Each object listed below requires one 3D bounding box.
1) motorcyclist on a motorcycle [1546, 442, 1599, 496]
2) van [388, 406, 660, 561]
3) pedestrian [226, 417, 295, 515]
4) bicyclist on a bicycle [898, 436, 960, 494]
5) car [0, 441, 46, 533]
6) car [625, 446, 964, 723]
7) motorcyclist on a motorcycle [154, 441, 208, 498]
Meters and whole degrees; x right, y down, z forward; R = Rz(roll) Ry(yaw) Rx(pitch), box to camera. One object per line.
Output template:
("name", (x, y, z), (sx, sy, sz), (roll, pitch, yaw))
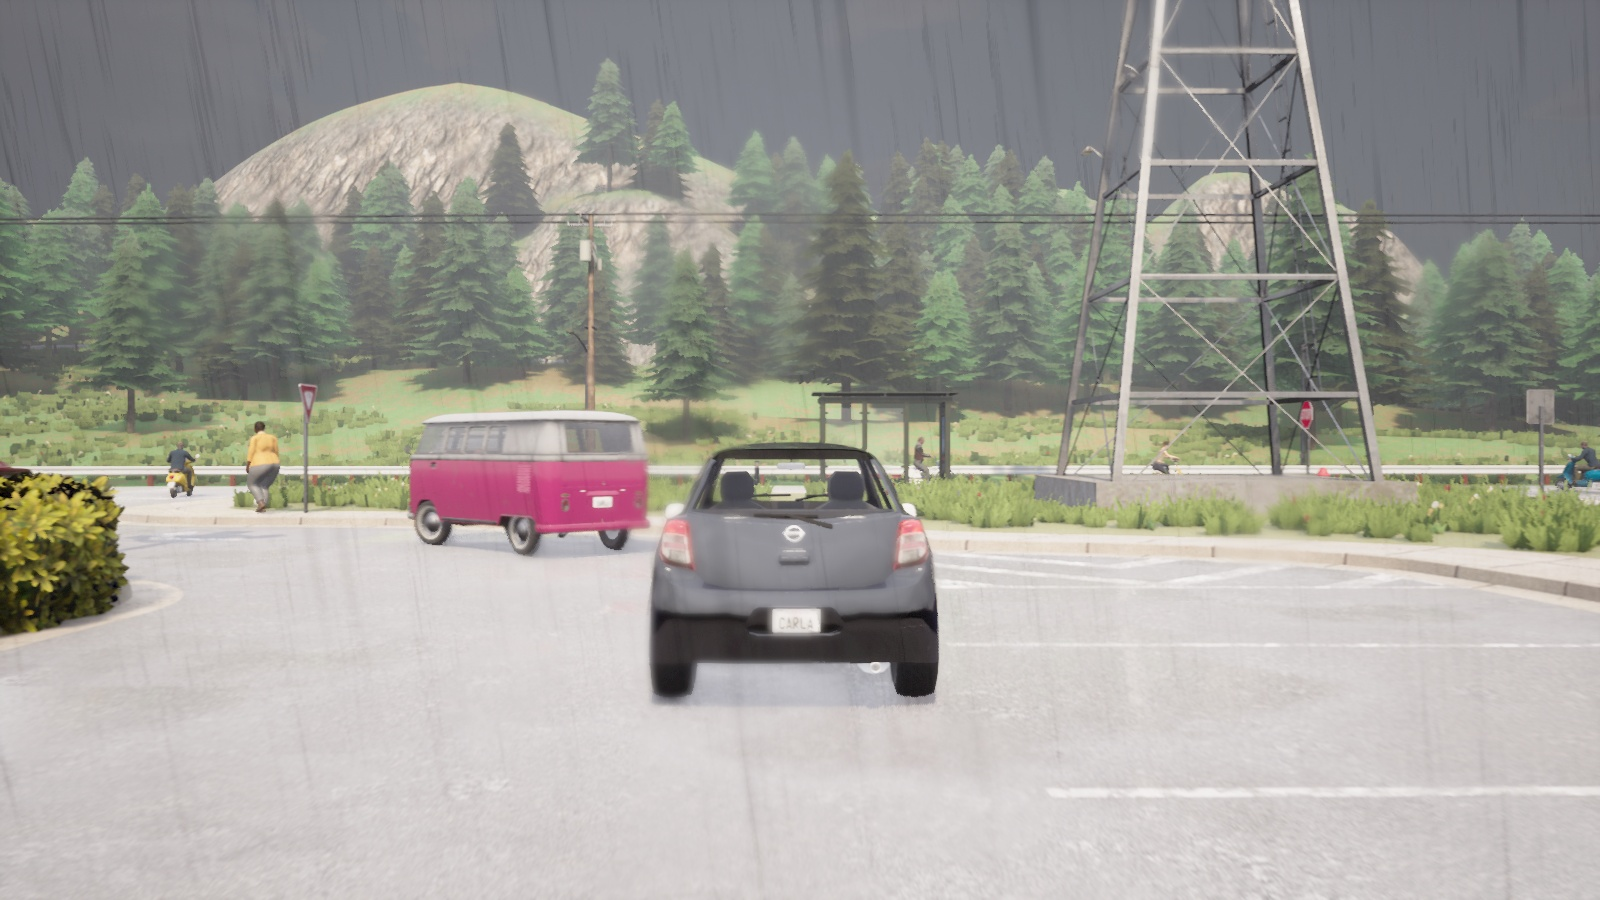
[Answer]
("motorcyclist on a motorcycle", (24.114, 0.562, 38.645), (0.866, 1.590, 1.817), (-2, 1, -25))
("van", (-4.116, 0.422, 18.262), (1.775, 1.987, 4.442), (0, 0, -44))
("pedestrian", (-10.485, 0.295, 24.403), (0.900, 1.855, 0.874), (0, 0, 34))
("bicyclist on a bicycle", (4.063, 0.459, 39.628), (1.843, 1.776, 0.659), (-1, 0, 0))
("car", (-15.659, 0.623, 22.122), (5.008, 1.535, 1.882), (0, 1, 30))
("car", (-0.059, 0.726, 8.657), (1.845, 1.501, 3.633), (0, 0, -1))
("motorcyclist on a motorcycle", (-17.667, 0.542, 35.874), (0.866, 1.590, 1.817), (-1, 0, -9))
